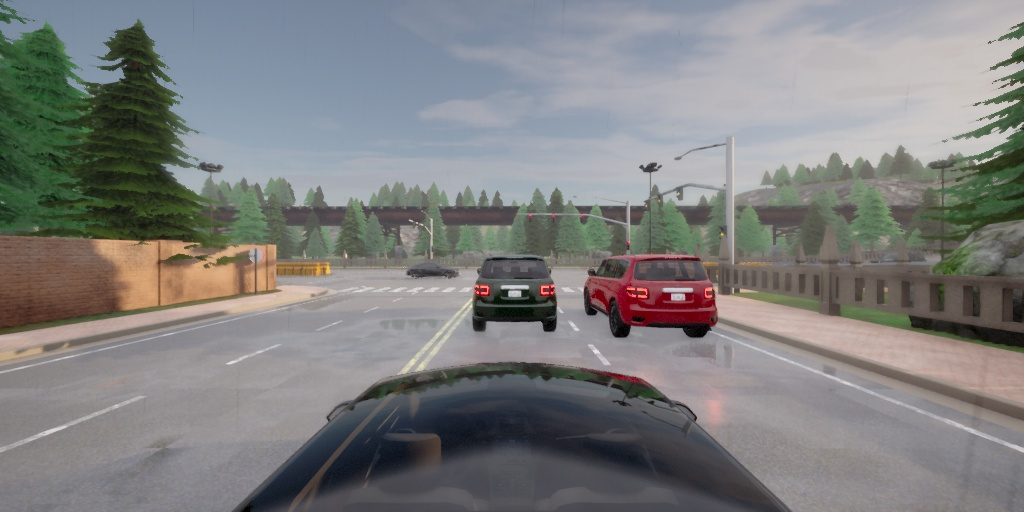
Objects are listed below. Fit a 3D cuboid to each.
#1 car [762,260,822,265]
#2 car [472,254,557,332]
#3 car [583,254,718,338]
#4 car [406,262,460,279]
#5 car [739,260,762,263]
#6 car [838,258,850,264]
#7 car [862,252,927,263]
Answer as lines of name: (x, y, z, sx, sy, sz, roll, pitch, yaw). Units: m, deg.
car: (25.042, 1.275, 31.349, 4.674, 1.442, 1.812, 0, 0, 0)
car: (0.071, 0.971, 11.021, 2.150, 2.045, 5.566, 0, 0, 0)
car: (3.571, 0.971, 10.344, 2.150, 2.045, 5.566, 0, 0, 0)
car: (-6.915, 1.275, 31.531, 4.674, 1.442, 1.812, 0, 0, 0)
car: (25.834, 1.241, 42.051, 4.902, 1.511, 2.128, 0, 0, 0)
car: (41.762, 1.081, 45.505, 4.902, 1.511, 2.128, -2, 0, 0)
car: (45.143, 0.669, 42.006, 5.566, 2.045, 2.150, -3, 0, -1)
